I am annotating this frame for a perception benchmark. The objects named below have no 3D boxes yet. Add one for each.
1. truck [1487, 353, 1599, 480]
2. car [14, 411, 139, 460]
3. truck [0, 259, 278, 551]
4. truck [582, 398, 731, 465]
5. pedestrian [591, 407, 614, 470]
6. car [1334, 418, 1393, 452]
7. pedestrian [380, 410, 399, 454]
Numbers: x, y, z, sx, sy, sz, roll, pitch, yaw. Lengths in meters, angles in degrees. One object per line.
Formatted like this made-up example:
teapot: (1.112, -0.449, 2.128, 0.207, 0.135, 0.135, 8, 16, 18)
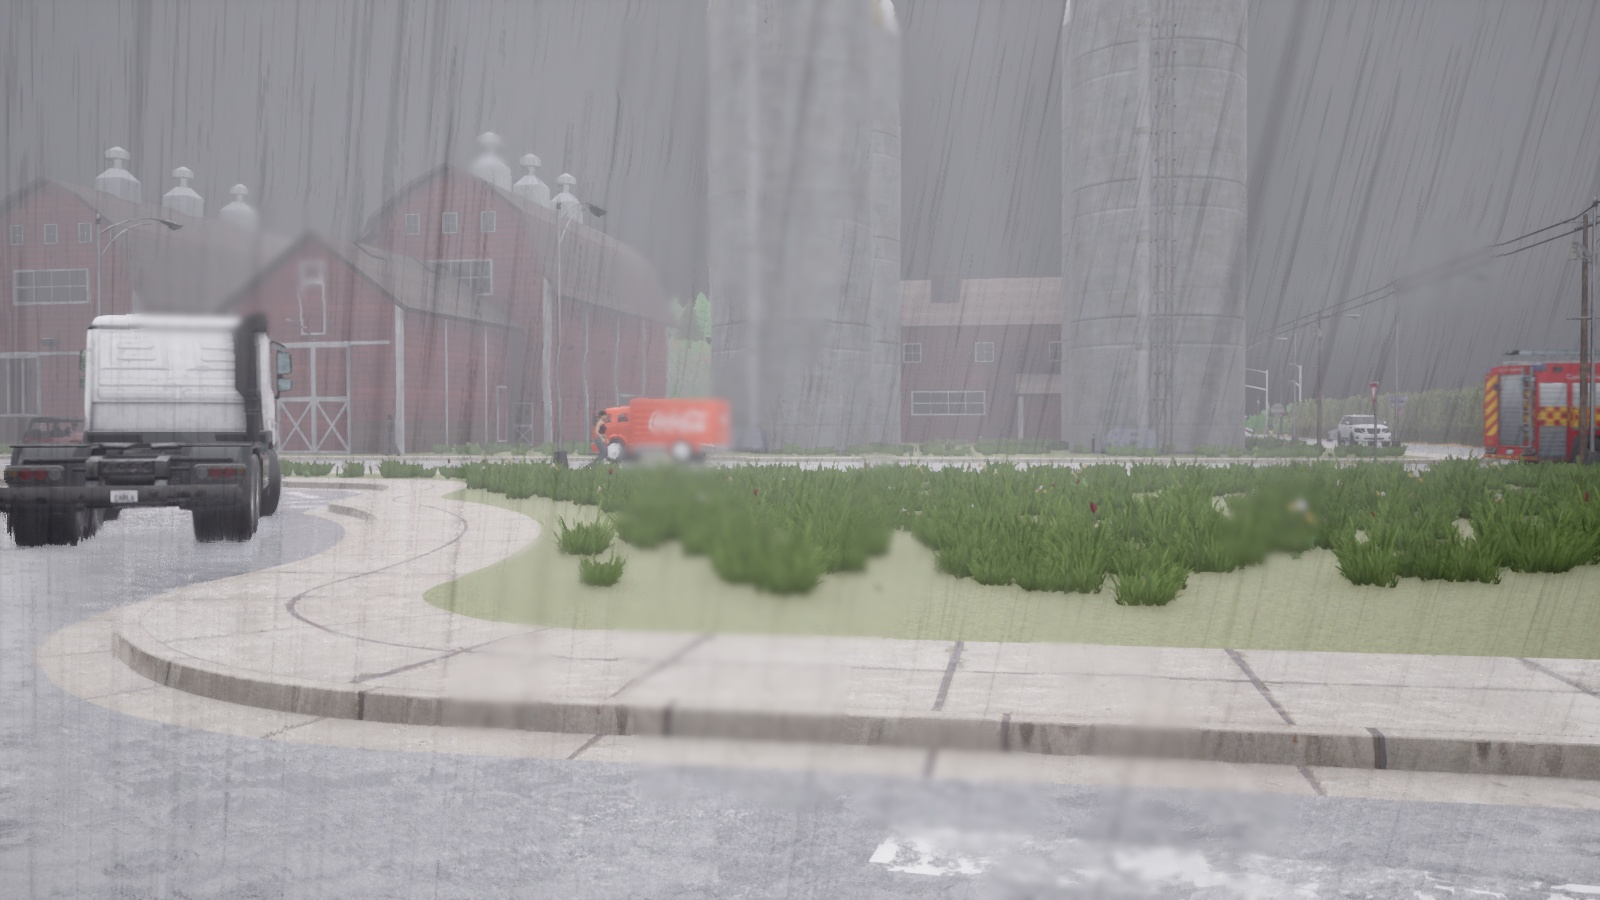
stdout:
truck: (26.664, -1.044, 39.528, 8.468, 3.827, 2.891, 0, 2, -2)
car: (-28.138, -0.578, 48.875, 3.866, 1.878, 1.905, 1, 1, 10)
truck: (-9.651, -0.616, 19.077, 2.891, 3.462, 7.936, 0, 1, -21)
truck: (-5.491, -0.732, 48.551, 5.204, 2.467, 2.627, 1, 1, 10)
pedestrian: (-5.742, -0.333, 36.534, 0.594, 1.836, 0.345, 0, 1, 9)
car: (35.505, -0.966, 79.236, 2.150, 2.045, 5.566, 1, 1, 11)
pedestrian: (-17.809, -0.784, 54.468, 0.666, 1.930, 0.402, 1, 1, 11)
